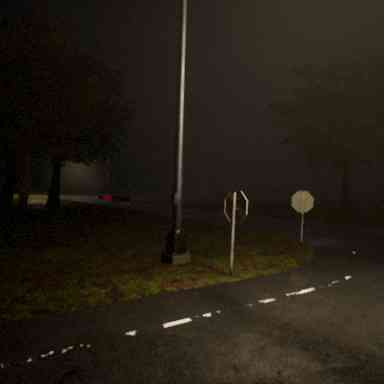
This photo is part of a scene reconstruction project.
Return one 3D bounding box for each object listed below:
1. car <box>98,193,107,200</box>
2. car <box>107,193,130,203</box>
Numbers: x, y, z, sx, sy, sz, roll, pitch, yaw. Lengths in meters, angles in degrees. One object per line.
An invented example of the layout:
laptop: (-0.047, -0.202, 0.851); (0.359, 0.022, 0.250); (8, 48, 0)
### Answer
car: (-15.985, 0.845, 61.574); (1.994, 1.385, 4.181); (3, 0, -33)
car: (-11.957, 0.940, 55.511); (1.882, 1.535, 5.008); (3, 0, -33)
